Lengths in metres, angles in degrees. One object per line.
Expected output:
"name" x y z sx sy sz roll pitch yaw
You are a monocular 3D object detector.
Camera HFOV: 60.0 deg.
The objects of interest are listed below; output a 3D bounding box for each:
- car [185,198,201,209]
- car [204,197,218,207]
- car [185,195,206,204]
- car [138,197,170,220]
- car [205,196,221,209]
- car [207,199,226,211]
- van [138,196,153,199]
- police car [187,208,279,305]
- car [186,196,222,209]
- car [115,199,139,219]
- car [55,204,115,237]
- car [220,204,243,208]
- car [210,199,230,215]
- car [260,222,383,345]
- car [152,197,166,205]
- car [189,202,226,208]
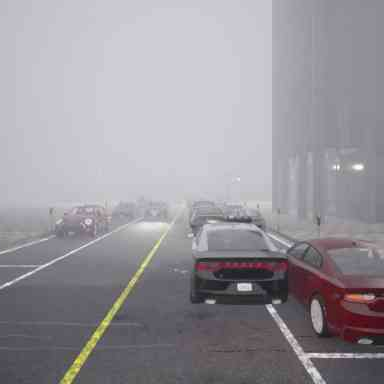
"car" 0.169 1.525 45.849 2.033 1.411 5.357 0 0 1
"car" 2.918 1.522 51.575 2.008 1.369 4.403 0 0 0
"car" 0.762 1.447 64.739 1.882 1.535 5.008 0 0 32
"car" -2.914 1.483 28.253 2.128 1.511 4.902 0 0 0
"car" 2.900 1.417 45.934 1.967 1.590 4.097 0 0 0
"car" 2.883 1.533 40.293 2.008 1.369 4.403 0 0 0
"van" -5.643 1.323 40.318 1.690 1.788 3.998 0 0 0
"police car" 0.911 1.426 8.300 1.930 1.638 5.238 0 0 0
"car" 0.821 1.346 24.161 2.097 1.767 4.553 0 0 0
"car" -5.677 1.557 29.037 1.947 1.339 4.313 0 0 0
"car" -5.713 1.437 17.754 1.967 1.590 4.097 0 0 0
"car" 2.813 1.548 17.730 2.008 1.369 4.403 0 0 0
"car" 2.866 1.512 34.822 1.752 1.417 4.829 0 0 0
"car" 2.778 1.544 6.449 1.887 1.381 4.507 0 0 0
"car" -5.590 1.516 57.241 2.008 1.369 4.403 0 0 0
"car" 0.891 1.502 18.190 1.837 1.490 4.892 0 0 0
